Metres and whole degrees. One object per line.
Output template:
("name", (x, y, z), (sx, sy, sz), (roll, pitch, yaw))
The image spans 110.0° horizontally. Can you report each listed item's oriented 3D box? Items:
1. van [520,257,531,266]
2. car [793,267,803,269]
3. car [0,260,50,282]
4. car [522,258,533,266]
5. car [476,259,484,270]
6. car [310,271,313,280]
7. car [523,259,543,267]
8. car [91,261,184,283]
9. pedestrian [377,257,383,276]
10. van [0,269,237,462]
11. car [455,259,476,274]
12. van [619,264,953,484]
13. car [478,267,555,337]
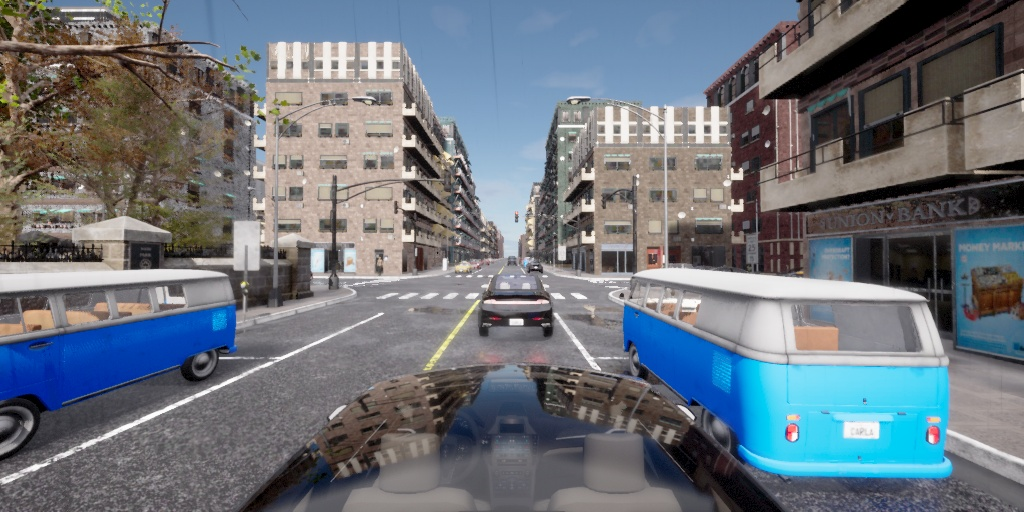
("van", (2.703, 1.112, 59.459), (1.690, 1.789, 3.998), (0, 0, 0))
("car", (25.016, 1.413, 27.983), (5.008, 1.535, 1.882), (0, -1, 1))
("car", (-36.507, 1.044, 25.532), (4.892, 1.490, 1.837), (0, -1, 1))
("car", (2.700, 1.317, 48.174), (2.007, 1.370, 4.403), (0, 0, 0))
("car", (-5.680, 1.208, 53.819), (1.967, 1.591, 4.097), (0, 0, 0))
("car", (-16.583, 0.999, 25.286), (4.553, 1.767, 2.097), (0, -1, 1))
("car", (2.699, 1.330, 42.532), (1.948, 1.339, 4.313), (0, 0, 0))
("car", (-26.409, 1.119, 25.403), (4.674, 1.442, 1.812), (0, -1, 1))
("pedestrian", (-12.533, 0.967, 33.977), (0.375, 1.860, 0.375), (0, -1, 1))
("van", (-5.655, 1.092, 4.589), (1.690, 1.789, 3.998), (0, 0, 0))
("car", (-5.681, 1.289, 42.363), (1.751, 1.417, 4.829), (0, 0, 0))
("van", (2.659, 1.092, 4.585), (1.690, 1.789, 3.998), (0, 0, 0))
("car", (0.102, 1.244, 10.315), (2.128, 1.511, 4.902), (0, 0, 0))
